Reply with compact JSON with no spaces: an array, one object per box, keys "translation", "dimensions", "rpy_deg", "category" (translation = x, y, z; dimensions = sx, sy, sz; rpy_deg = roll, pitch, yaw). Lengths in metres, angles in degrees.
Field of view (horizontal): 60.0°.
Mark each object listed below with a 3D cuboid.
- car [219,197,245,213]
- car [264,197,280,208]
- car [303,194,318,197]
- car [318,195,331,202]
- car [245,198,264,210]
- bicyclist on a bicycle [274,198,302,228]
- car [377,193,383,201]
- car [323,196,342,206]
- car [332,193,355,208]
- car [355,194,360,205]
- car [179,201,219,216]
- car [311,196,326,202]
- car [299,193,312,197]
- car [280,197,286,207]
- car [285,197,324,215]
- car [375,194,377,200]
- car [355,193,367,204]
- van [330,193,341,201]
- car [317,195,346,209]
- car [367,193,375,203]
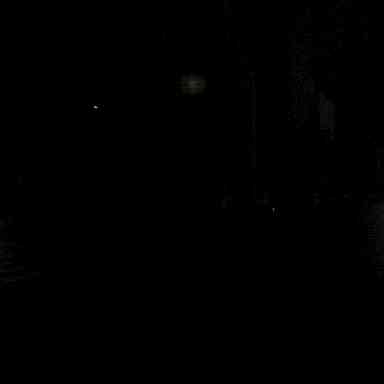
[{"translation":[3.716,1.367,36.374],"dimensions":[1.967,1.590,4.097],"rpy_deg":[0,0,35],"category":"car"},{"translation":[10.037,1.427,45.509],"dimensions":[1.752,1.417,4.829],"rpy_deg":[0,0,35],"category":"car"},{"translation":[16.826,1.373,44.858],"dimensions":[1.812,1.442,4.674],"rpy_deg":[-1,0,35],"category":"car"},{"translation":[29.384,1.428,73.477],"dimensions":[1.802,1.307,4.206],"rpy_deg":[0,0,35],"category":"car"},{"translation":[6.926,1.495,41.012],"dimensions":[1.802,1.307,4.206],"rpy_deg":[0,0,35],"category":"car"},{"translation":[5.263,1.177,18.418],"dimensions":[1.656,1.620,0.582],"rpy_deg":[-1,0,35],"category":"bicyclist on a bicycle"},{"translation":[42.804,1.360,77.893],"dimensions":[1.802,1.307,4.206],"rpy_deg":[-1,0,35],"category":"car"},{"translation":[22.549,1.335,53.135],"dimensions":[1.837,1.490,4.892],"rpy_deg":[-1,0,35],"category":"car"},{"translation":[20.348,1.137,45.433],"dimensions":[2.192,1.841,5.009],"rpy_deg":[0,0,35],"category":"car"},{"translation":[23.557,1.379,50.069],"dimensions":[1.947,1.339,4.313],"rpy_deg":[0,0,35],"category":"car"},{"translation":[0.510,1.525,31.736],"dimensions":[1.802,1.307,4.206],"rpy_deg":[0,0,35],"category":"car"},{"translation":[26.177,1.419,68.840],"dimensions":[1.947,1.339,4.313],"rpy_deg":[0,0,35],"category":"car"},{"translation":[19.759,1.416,59.564],"dimensions":[1.887,1.381,4.507],"rpy_deg":[0,0,35],"category":"car"},{"translation":[13.342,1.456,50.288],"dimensions":[1.947,1.339,4.313],"rpy_deg":[0,0,35],"category":"car"},{"translation":[10.726,1.425,31.520],"dimensions":[1.947,1.339,4.313],"rpy_deg":[0,0,35],"category":"car"},{"translation":[36.485,1.303,68.759],"dimensions":[1.752,1.417,4.829],"rpy_deg":[-1,0,35],"category":"car"},{"translation":[26.764,1.119,54.707],"dimensions":[2.192,1.841,5.009],"rpy_deg":[0,0,35],"category":"car"},{"translation":[35.799,1.187,82.755],"dimensions":[1.690,1.788,3.998],"rpy_deg":[-1,0,35],"category":"van"},{"translation":[17.141,1.378,40.795],"dimensions":[1.887,1.381,4.507],"rpy_deg":[0,0,35],"category":"car"},{"translation":[33.180,1.100,63.983],"dimensions":[2.192,1.841,5.009],"rpy_deg":[0,0,35],"category":"car"}]
